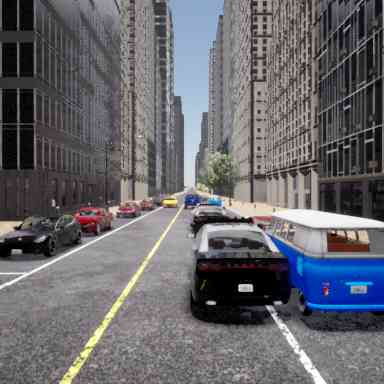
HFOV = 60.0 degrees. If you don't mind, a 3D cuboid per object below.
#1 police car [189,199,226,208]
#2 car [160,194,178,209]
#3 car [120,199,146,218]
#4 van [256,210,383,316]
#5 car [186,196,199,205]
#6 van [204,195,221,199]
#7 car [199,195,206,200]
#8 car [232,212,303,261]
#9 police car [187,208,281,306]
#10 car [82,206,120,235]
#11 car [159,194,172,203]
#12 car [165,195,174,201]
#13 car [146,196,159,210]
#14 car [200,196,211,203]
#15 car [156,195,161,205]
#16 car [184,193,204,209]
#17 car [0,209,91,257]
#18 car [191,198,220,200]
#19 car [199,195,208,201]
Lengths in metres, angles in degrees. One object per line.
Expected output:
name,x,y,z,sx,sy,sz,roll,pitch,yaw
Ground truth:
police car,0.936,1.423,18.233,1.930,1.638,5.238,0,0,0
car,-2.910,1.462,45.976,1.882,1.535,5.008,0,0,0
car,-5.634,1.576,30.040,1.802,1.307,4.206,0,0,0
van,2.701,1.340,7.235,1.690,1.788,3.998,0,0,0
car,0.117,1.463,59.168,2.128,1.511,4.902,0,0,0
van,2.768,1.329,41.416,1.690,1.788,3.998,0,0,0
car,2.870,1.476,92.690,2.008,1.369,4.403,0,0,0
car,2.713,1.580,12.931,1.802,1.307,4.206,0,0,0
police car,0.917,1.424,8.233,1.930,1.638,5.238,0,0,0
car,-5.656,1.542,18.645,1.887,1.381,4.507,0,0,0
car,-5.556,1.274,69.918,2.192,1.841,5.009,0,0,0
car,-5.533,1.526,81.313,1.802,1.307,4.206,0,0,0
car,-5.612,1.569,41.434,1.802,1.307,4.206,0,0,0
car,2.825,1.510,69.901,2.008,1.369,4.403,0,0,0
car,-5.589,1.544,52.827,1.947,1.339,4.313,0,0,0
car,0.093,1.206,44.894,2.150,2.045,5.566,0,0,0
car,-5.668,1.564,12.948,1.947,1.339,4.313,0,0,0
car,0.948,1.452,24.313,1.801,1.575,5.366,0,0,0
car,2.847,1.495,81.296,2.008,1.369,4.403,0,0,0
